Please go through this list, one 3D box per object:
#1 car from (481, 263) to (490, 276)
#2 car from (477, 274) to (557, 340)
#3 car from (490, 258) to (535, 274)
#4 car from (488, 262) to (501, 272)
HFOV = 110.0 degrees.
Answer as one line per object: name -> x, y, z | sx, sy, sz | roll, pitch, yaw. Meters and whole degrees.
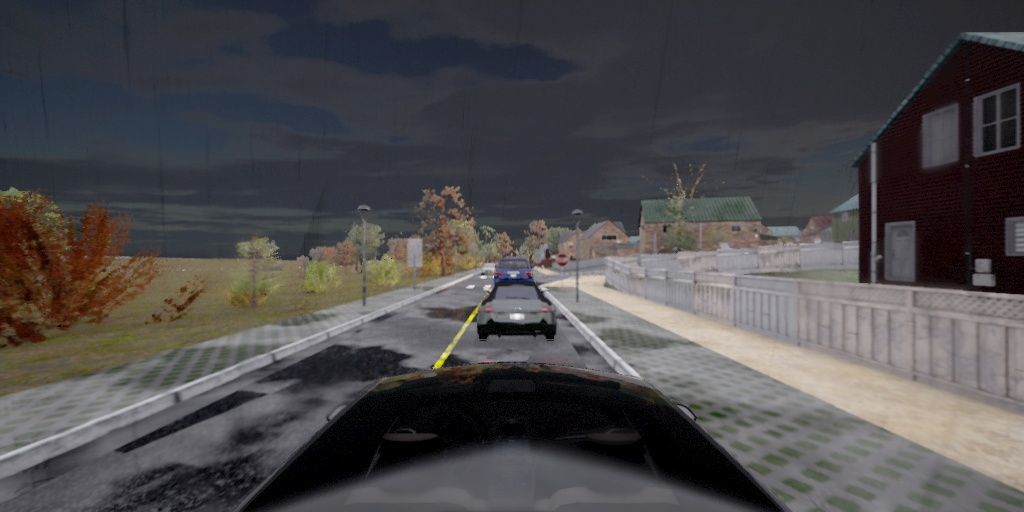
car -> -2.777, 1.626, 43.766 | 1.812, 1.442, 4.674 | 0, 0, -2
car -> 0.104, 1.382, 10.274 | 1.994, 1.385, 4.181 | 0, -1, 0
car -> 0.162, 1.131, 21.331 | 2.150, 2.045, 5.566 | 0, 0, 2
car -> -2.819, 1.733, 58.191 | 1.837, 1.490, 4.892 | 0, 0, 0
